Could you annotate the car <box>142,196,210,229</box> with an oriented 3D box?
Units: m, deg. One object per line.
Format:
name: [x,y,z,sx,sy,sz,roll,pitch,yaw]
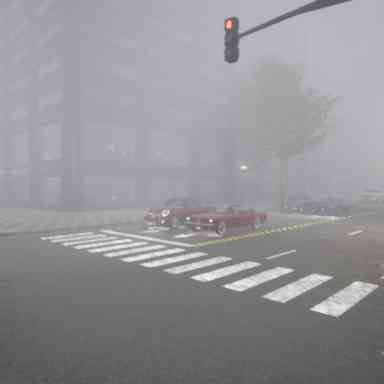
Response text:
car: [-0.638,1.055,19.155,2.097,1.767,4.553,1,1,44]

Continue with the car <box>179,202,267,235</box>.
car: [1.818,1.335,17.026,1.895,1.301,4.718,1,1,44]

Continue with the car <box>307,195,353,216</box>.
car: [11.377,1.122,26.894,1.994,1.385,4.181,1,1,44]

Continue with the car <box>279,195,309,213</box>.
car: [9.606,1.019,29.734,1.837,1.490,4.892,1,1,44]

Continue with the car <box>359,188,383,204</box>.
car: [24.397,0.471,44.864,2.150,2.045,5.566,1,1,44]
